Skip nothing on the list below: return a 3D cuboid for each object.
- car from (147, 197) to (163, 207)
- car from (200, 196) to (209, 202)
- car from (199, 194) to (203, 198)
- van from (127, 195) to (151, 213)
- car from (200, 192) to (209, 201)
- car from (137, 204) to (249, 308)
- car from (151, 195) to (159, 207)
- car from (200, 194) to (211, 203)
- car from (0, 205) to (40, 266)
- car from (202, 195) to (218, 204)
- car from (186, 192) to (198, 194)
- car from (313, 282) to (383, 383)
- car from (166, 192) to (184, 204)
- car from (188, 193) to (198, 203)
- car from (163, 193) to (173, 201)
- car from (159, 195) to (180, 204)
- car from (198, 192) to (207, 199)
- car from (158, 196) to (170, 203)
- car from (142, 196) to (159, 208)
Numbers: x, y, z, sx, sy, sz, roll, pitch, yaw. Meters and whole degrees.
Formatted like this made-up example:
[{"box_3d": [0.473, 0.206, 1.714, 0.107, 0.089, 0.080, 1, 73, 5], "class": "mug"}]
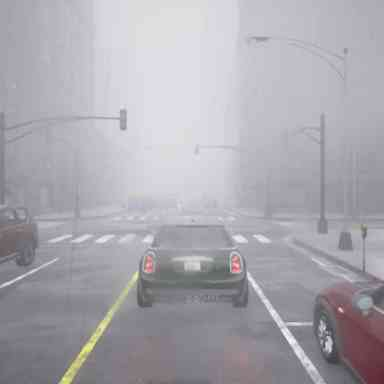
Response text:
[{"box_3d": [-5.783, 1.494, 52.394, 1.887, 1.381, 4.507, 0, 0, 0], "class": "car"}, {"box_3d": [2.776, 1.508, 74.781, 1.802, 1.307, 4.206, 0, 0, 0], "class": "car"}, {"box_3d": [2.751, 1.509, 57.998, 1.947, 1.339, 4.313, 0, 0, 0], "class": "car"}, {"box_3d": [-5.807, 1.307, 35.606, 1.690, 1.788, 3.998, 0, 0, 0], "class": "van"}, {"box_3d": [3.125, 1.138, 86.603, 2.150, 2.045, 5.566, 0, 0, 0], "class": "car"}, {"box_3d": [0.021, 1.345, 8.075, 2.097, 1.767, 4.553, 0, 0, 0], "class": "car"}, {"box_3d": [-5.799, 1.276, 41.202, 2.192, 1.841, 5.009, 0, 0, 0], "class": "car"}, {"box_3d": [2.743, 1.500, 52.403, 2.008, 1.369, 4.403, 0, 0, 0], "class": "car"}, {"box_3d": [-5.847, 1.307, 8.658, 2.192, 1.841, 5.009, 0, 0, 0], "class": "car"}, {"box_3d": [2.735, 1.480, 46.979, 1.752, 1.417, 4.829, 0, 0, 0], "class": "car"}, {"box_3d": [0.110, 1.298, 76.595, 1.812, 1.442, 4.674, 0, 0, 0], "class": "car"}, {"box_3d": [2.672, 1.437, 3.148, 1.967, 1.590, 4.097, 0, 0, 0], "class": "car"}, {"box_3d": [-2.983, 1.162, 59.811, 2.150, 2.045, 5.566, 0, 0, 1], "class": "car"}, {"box_3d": [0.150, 1.460, 66.630, 1.812, 1.442, 4.674, 0, 0, 0], "class": "car"}, {"box_3d": [-5.742, 1.235, 80.372, 2.192, 1.841, 5.009, 0, 0, 0], "class": "car"}, {"box_3d": [-3.035, 1.505, 44.072, 2.033, 1.411, 5.357, 0, 0, 0], "class": "car"}, {"box_3d": [2.759, 1.253, 63.592, 2.192, 1.841, 5.009, 0, 0, 0], "class": "car"}, {"box_3d": [-5.758, 1.482, 69.181, 2.008, 1.369, 4.403, 0, 0, 0], "class": "car"}, {"box_3d": [-5.791, 1.395, 46.798, 1.967, 1.590, 4.097, 0, 0, 0], "class": "car"}]
